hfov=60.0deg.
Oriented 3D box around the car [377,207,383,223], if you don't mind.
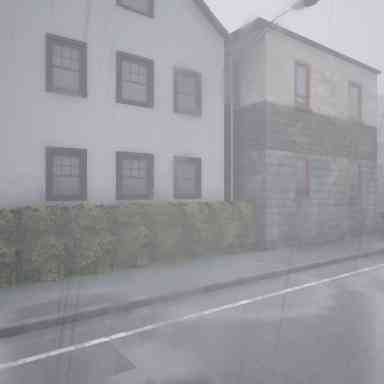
[{"bbox_3d":[14.282,1.777,25.691,1.895,1.301,4.718,0,0,-34],"label":"car"}]
